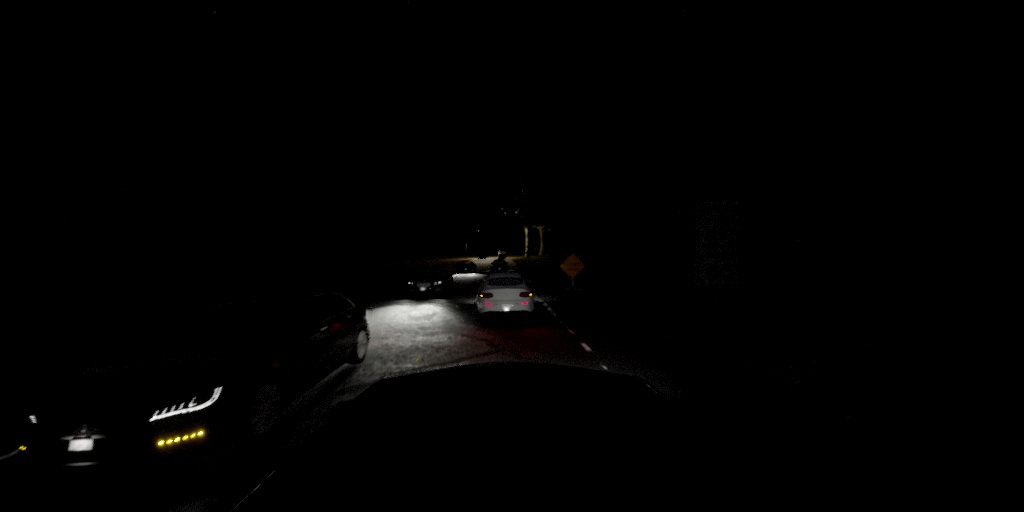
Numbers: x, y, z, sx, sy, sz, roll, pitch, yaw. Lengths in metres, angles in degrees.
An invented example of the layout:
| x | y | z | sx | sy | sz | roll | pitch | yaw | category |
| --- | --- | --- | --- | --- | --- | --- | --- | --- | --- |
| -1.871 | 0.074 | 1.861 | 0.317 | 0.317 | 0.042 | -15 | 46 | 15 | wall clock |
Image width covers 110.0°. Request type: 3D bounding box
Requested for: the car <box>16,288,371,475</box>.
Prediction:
| x | y | z | sx | sy | sz | roll | pitch | yaw | category |
| --- | --- | --- | --- | --- | --- | --- | --- | --- | --- |
| -3.680 | 1.305 | 5.380 | 1.837 | 1.490 | 4.892 | -1 | 0 | -3 | car |

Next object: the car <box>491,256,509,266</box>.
| x | y | z | sx | sy | sz | roll | pitch | yaw | category |
| --- | --- | --- | --- | --- | --- | --- | --- | --- | --- |
| -1.330 | 1.090 | 38.867 | 1.812 | 1.442 | 4.674 | -1 | 1 | -2 | car |

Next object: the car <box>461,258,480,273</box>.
| x | y | z | sx | sy | sz | roll | pitch | yaw | category |
| --- | --- | --- | --- | --- | --- | --- | --- | --- | --- |
| -4.933 | 1.182 | 39.632 | 1.994 | 1.385 | 4.181 | -1 | 0 | -2 | car |

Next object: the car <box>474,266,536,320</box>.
| x | y | z | sx | sy | sz | roll | pitch | yaw | category |
| --- | --- | --- | --- | --- | --- | --- | --- | --- | --- |
| -0.250 | 1.256 | 12.490 | 1.812 | 1.442 | 4.674 | -1 | 0 | -2 | car |

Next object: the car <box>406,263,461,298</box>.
| x | y | z | sx | sy | sz | roll | pitch | yaw | category |
| --- | --- | --- | --- | --- | --- | --- | --- | --- | --- |
| -4.215 | 1.248 | 19.046 | 2.128 | 1.511 | 4.902 | -1 | 0 | -2 | car |

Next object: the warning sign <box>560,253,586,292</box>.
| x | y | z | sx | sy | sz | roll | pitch | yaw | category |
| --- | --- | --- | --- | --- | --- | --- | --- | --- | --- |
| 2.999 | 0.776 | 17.702 | 1.300 | 1.860 | 1.060 | 0 | 0 | -2 | warning sign |
